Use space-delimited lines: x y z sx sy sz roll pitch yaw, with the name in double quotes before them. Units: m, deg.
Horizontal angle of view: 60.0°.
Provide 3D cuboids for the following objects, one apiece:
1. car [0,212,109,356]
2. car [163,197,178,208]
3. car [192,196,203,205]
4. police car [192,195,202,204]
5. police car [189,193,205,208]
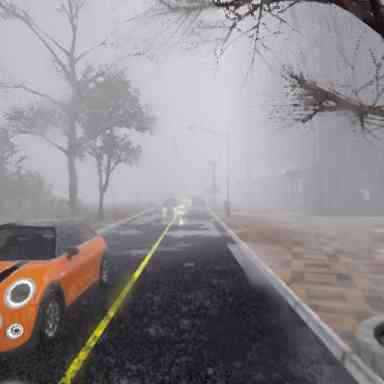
"car" -3.091 1.351 6.344 2.097 1.767 4.553 0 0 0
"car" -3.084 1.514 48.010 1.812 1.442 4.674 0 0 0
"car" 0.886 1.491 58.505 1.837 1.490 4.892 0 0 0
"police car" 0.885 1.409 64.615 1.930 1.638 5.238 0 0 0
"police car" 0.888 1.414 48.615 1.930 1.638 5.238 0 0 0
